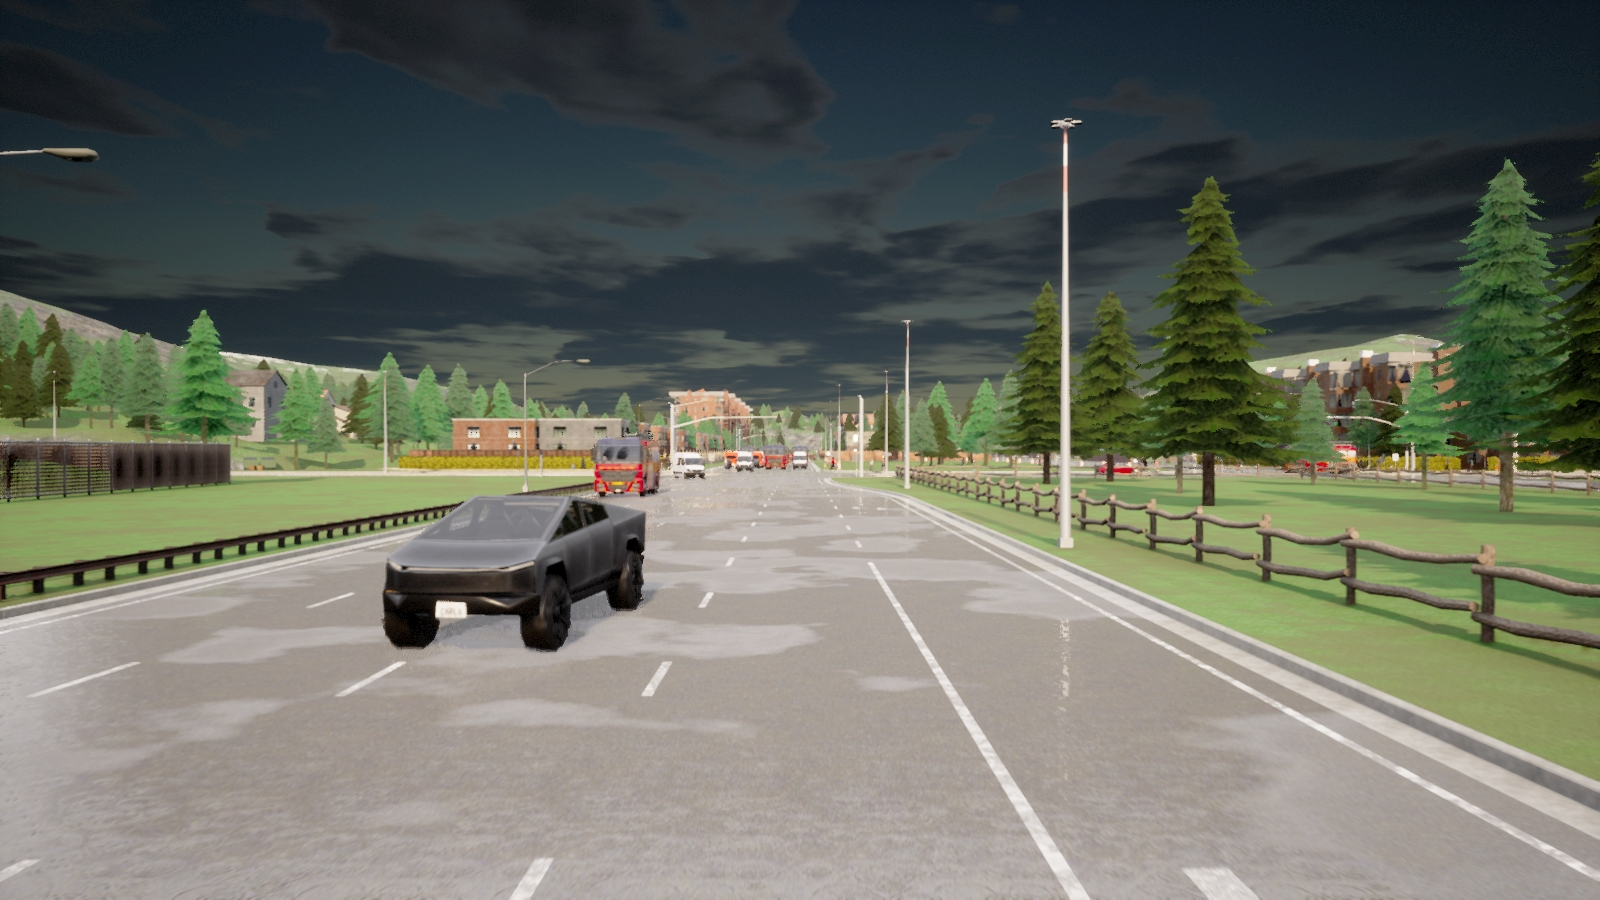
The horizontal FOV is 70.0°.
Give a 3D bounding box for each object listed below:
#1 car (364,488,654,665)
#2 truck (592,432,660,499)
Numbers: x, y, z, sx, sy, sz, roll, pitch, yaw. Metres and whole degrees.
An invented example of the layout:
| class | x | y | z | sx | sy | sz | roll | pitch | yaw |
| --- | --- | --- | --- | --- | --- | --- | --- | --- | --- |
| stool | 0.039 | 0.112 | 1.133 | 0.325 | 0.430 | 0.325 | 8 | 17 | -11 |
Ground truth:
| class | x | y | z | sx | sy | sz | roll | pitch | yaw |
| --- | --- | --- | --- | --- | --- | --- | --- | --- | --- |
| car | -4.250 | 1.756 | 18.182 | 2.390 | 2.098 | 6.274 | 0 | 0 | 7 |
| truck | -10.501 | 0.899 | 69.718 | 2.891 | 3.827 | 8.468 | 0 | 0 | 0 |
